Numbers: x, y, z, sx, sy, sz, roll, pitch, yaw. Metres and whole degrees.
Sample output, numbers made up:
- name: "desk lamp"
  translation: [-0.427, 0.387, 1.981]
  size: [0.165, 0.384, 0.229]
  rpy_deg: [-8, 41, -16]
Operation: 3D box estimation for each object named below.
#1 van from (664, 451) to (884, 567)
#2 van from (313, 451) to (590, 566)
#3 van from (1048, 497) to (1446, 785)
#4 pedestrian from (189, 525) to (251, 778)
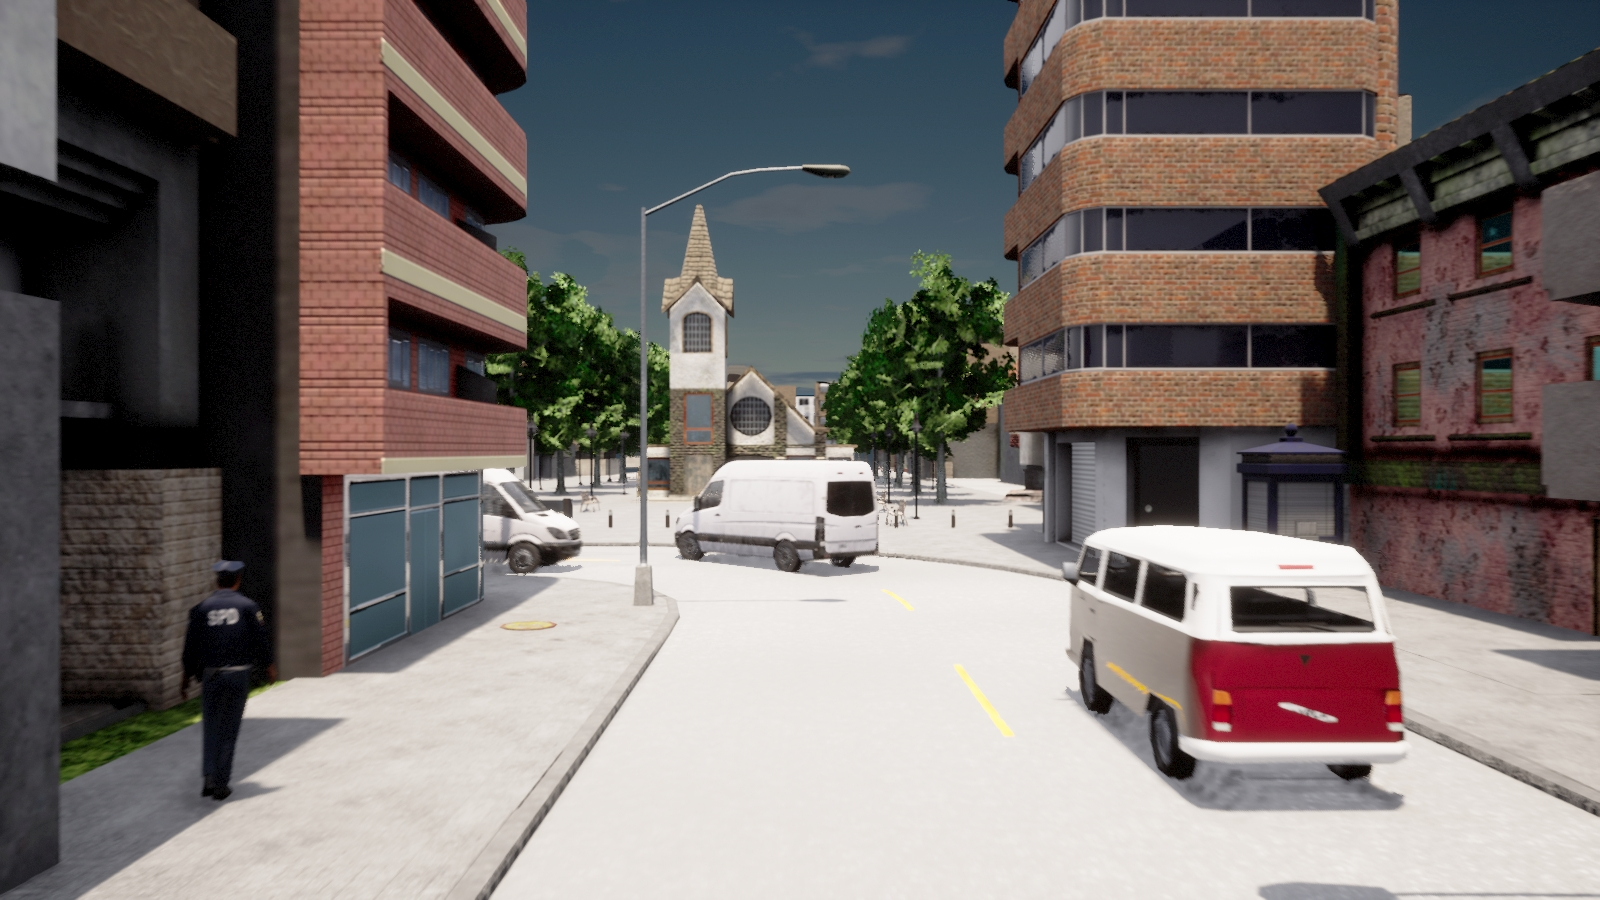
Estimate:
- name: "van"
  translation: [-0.781, 1.316, 28.089]
  size: [1.988, 2.561, 5.915]
  rpy_deg: [1, -1, -42]
- name: "van"
  translation: [-8.088, 1.315, 26.824]
  size: [5.915, 2.561, 1.988]
  rpy_deg: [0, 0, 4]
- name: "van"
  translation: [3.931, 1.562, 11.044]
  size: [2.069, 2.038, 4.480]
  rpy_deg: [0, 0, 0]
- name: "pedestrian"
  translation: [-4.445, 1.523, 8.774]
  size: [0.375, 1.860, 0.375]
  rpy_deg: [0, 0, -18]
